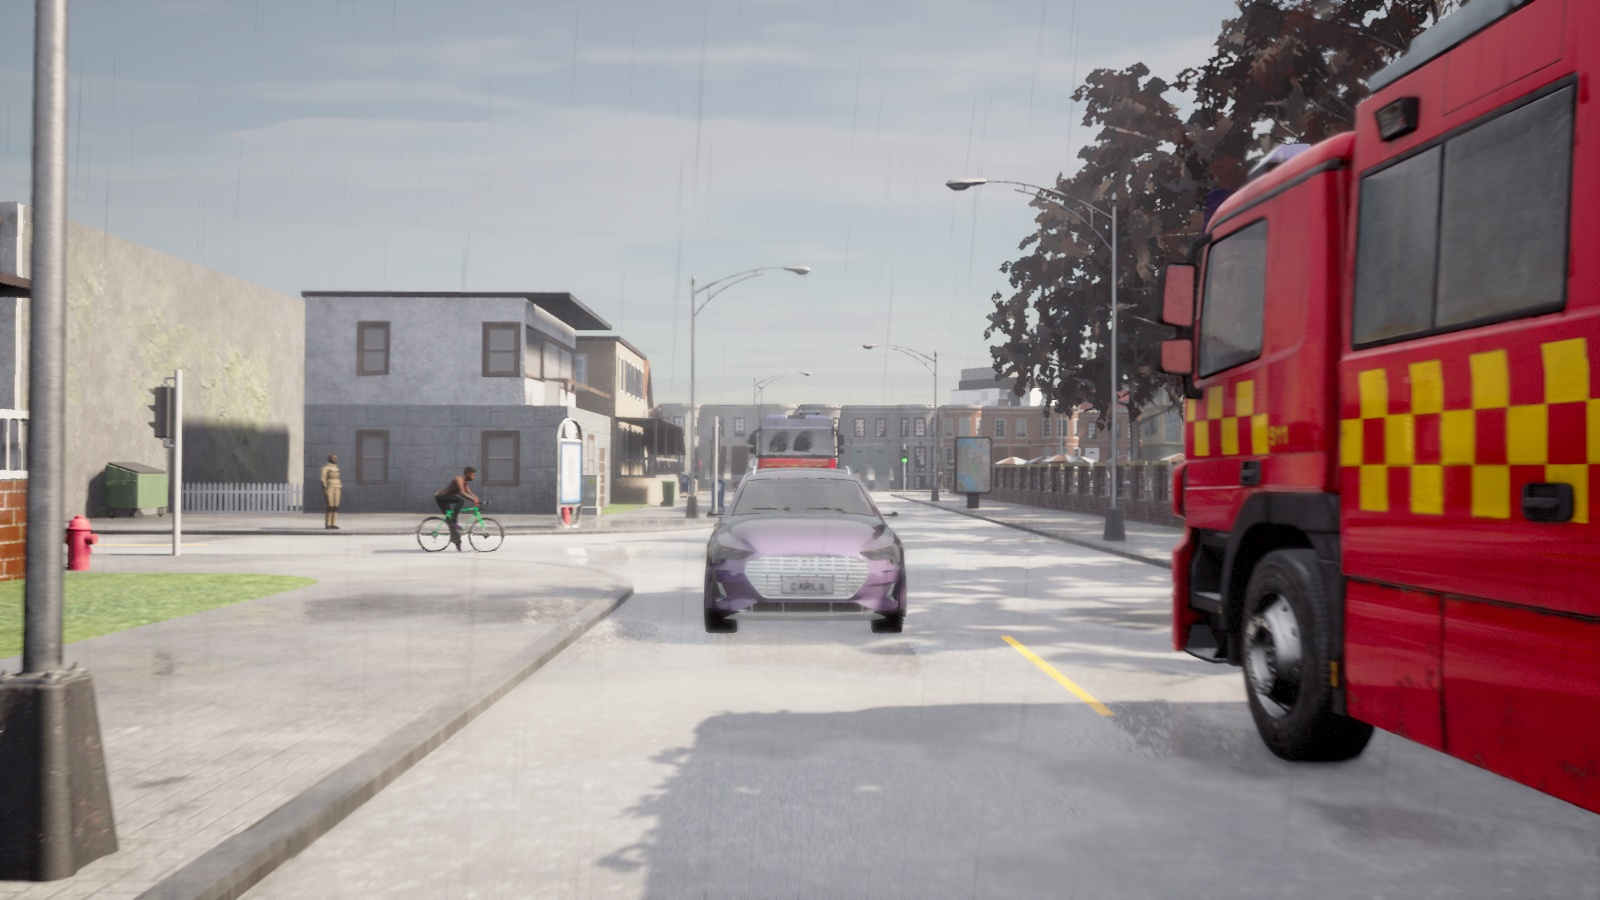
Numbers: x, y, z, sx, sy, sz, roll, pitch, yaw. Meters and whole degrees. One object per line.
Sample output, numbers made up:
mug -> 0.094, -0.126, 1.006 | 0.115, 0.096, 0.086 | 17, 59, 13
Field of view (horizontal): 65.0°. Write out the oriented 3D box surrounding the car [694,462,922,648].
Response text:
car -> 0.023, 0.973, 13.640 | 2.033, 1.649, 4.856 | 0, -1, -1

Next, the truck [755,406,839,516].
truck -> -0.122, 0.454, 48.007 | 2.891, 3.827, 8.468 | 0, -1, 0

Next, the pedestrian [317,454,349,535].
pedestrian -> -11.287, 1.077, 30.335 | 0.692, 1.930, 0.396 | -1, -1, 33

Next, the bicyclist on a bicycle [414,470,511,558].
bicyclist on a bicycle -> -6.333, 1.188, 23.597 | 1.656, 1.620, 0.582 | 0, -1, 1

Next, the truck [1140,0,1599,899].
truck -> 4.091, -0.288, 4.676 | 2.891, 3.827, 8.468 | 0, -1, -3
